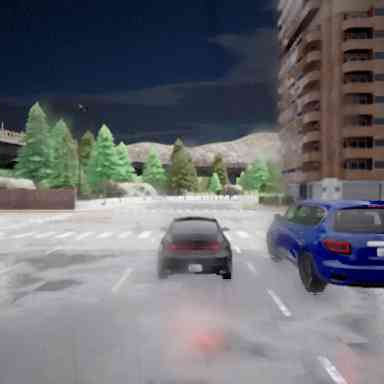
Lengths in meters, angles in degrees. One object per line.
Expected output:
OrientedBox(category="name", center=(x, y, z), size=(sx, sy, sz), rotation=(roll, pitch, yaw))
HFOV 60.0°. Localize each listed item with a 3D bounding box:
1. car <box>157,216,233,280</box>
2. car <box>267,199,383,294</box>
OrientedBox(category="car", center=(0.081, 1.462, 9.786), size=(1.837, 1.490, 4.892), rotation=(0, -1, 0))
OrientedBox(category="car", center=(3.580, 1.187, 8.834), size=(2.150, 2.045, 5.566), rotation=(0, 0, 0))
